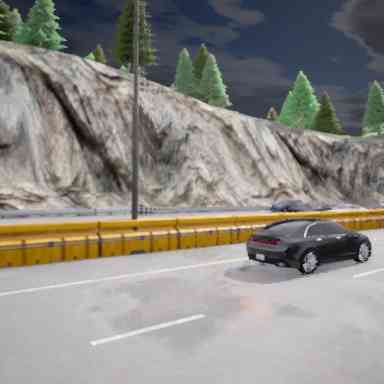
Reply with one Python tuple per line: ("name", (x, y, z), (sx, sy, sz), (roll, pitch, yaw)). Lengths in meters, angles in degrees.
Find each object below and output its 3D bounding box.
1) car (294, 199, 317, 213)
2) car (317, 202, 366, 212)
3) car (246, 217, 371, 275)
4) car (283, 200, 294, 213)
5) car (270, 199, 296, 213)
("car", (13.081, 1.784, 33.544), (4.902, 1.511, 2.128), (1, 0, -29))
("car", (13.799, 1.804, 29.942), (4.674, 1.442, 1.812), (1, 0, -30))
("car", (3.915, 1.597, 10.802), (4.892, 1.490, 1.837), (0, 0, -35))
("car", (12.782, 1.875, 37.383), (4.181, 1.385, 1.994), (1, 0, -29))
("car", (11.745, 1.674, 40.811), (4.553, 1.767, 2.097), (1, 0, -28))
